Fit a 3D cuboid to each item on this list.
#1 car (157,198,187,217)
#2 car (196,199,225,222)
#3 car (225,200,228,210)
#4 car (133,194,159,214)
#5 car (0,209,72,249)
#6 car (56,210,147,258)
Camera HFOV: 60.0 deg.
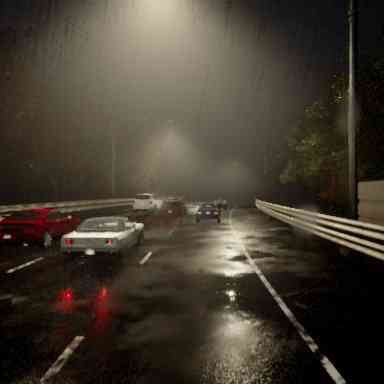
[{"bbox_3d":[-1.624,1.512,30.895,1.812,1.442,4.674,0,0,6],"label":"car"},{"bbox_3d":[1.381,1.547,26.226,2.033,1.411,5.357,0,0,6],"label":"car"},{"bbox_3d":[3.653,1.605,42.921,1.895,1.301,4.718,0,0,10],"label":"car"},{"bbox_3d":[-4.576,1.191,35.430,2.150,2.045,5.566,0,0,8],"label":"car"},{"bbox_3d":[-6.511,1.461,14.469,1.882,1.535,5.008,0,0,3],"label":"car"},{"bbox_3d":[-3.111,1.593,12.675,1.895,1.301,4.718,0,0,2],"label":"car"}]
